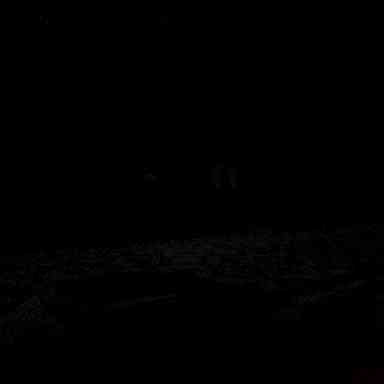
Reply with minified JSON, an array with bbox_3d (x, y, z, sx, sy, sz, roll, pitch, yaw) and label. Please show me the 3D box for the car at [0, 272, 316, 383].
[{"bbox_3d":[-0.867,1.526,2.760,4.674,1.442,1.812,0,0,-35],"label":"car"}]
